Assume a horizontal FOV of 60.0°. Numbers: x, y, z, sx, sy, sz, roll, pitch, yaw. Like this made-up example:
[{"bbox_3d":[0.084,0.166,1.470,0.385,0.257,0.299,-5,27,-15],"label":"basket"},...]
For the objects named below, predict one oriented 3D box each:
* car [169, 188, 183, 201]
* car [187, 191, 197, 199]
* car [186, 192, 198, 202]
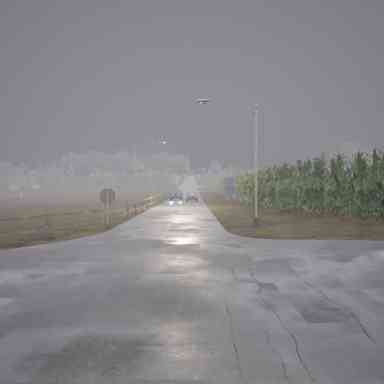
[{"bbox_3d":[-2.743,0.408,58.997,2.150,2.045,5.566,0,2,0],"label":"car"},{"bbox_3d":[0.009,0.589,64.893,1.895,1.301,4.718,0,2,0],"label":"car"},{"bbox_3d":[0.008,0.830,54.865,1.812,1.442,4.674,0,2,0],"label":"car"}]
